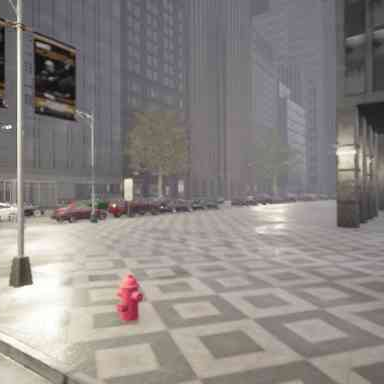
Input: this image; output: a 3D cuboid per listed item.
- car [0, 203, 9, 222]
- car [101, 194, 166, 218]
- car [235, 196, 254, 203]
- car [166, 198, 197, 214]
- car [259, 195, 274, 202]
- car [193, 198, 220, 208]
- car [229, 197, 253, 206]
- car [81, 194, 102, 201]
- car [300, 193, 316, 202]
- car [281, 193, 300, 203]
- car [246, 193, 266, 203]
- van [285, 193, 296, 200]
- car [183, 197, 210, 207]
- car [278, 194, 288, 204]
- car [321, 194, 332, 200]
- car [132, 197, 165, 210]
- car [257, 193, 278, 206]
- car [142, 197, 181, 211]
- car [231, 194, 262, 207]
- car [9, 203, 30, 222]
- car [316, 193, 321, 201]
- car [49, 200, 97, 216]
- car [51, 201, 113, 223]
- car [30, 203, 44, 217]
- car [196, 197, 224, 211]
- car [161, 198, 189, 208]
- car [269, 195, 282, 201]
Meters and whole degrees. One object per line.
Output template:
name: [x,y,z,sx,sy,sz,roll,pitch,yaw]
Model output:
car: [-14.278,1.510,20.253,1.837,1.490,4.892,-5,-2,31]
car: [-4.943,1.246,28.839,2.192,1.841,5.009,-1,0,35]
car: [10.476,1.476,66.169,1.887,1.381,4.507,-1,0,35]
car: [-1.737,1.480,33.478,1.947,1.339,4.313,-1,0,35]
car: [16.886,1.479,75.451,1.947,1.339,4.313,-1,0,35]
car: [2.201,1.536,49.250,1.895,1.301,4.718,-1,0,34]
car: [7.678,1.457,51.629,1.994,1.385,4.181,-1,0,34]
car: [-9.350,1.210,32.618,2.150,2.045,5.566,-1,0,35]
car: [23.893,1.140,70.599,2.192,1.841,5.009,-1,0,35]
car: [17.484,1.158,61.319,2.192,1.841,5.009,-1,0,35]
car: [13.678,1.237,70.810,2.192,1.841,5.009,-1,0,35]
van: [26.495,1.246,89.373,1.690,1.788,3.998,-1,0,35]
car: [0.766,1.486,52.106,1.752,1.417,4.829,-1,0,35]
car: [14.282,1.418,56.677,1.947,1.339,4.313,-1,0,35]
car: [33.505,1.400,84.518,1.802,1.307,4.206,-1,0,35]
car: [-5.547,1.426,42.965,1.967,1.590,4.097,-1,0,35]
car: [11.076,1.177,52.039,2.192,1.841,5.009,-1,0,35]
car: [-3.640,1.451,40.859,2.128,1.511,4.902,-1,0,35]
car: [7.874,1.417,47.398,1.887,1.381,4.507,-1,0,35]
car: [-14.930,1.548,24.519,1.812,1.442,4.674,-1,0,35]
car: [27.194,1.343,75.378,1.752,1.417,4.829,-1,0,35]
car: [-11.954,1.584,33.684,1.947,1.339,4.313,0,0,35]
car: [-8.145,1.532,24.197,1.802,1.307,4.206,0,0,35]
car: [-15.159,1.604,29.043,1.947,1.339,4.313,0,0,35]
car: [1.466,1.464,38.117,1.947,1.339,4.313,-1,0,35]
car: [-2.341,1.554,47.606,1.802,1.307,4.206,-1,0,35]
car: [20.089,1.488,80.090,1.802,1.307,4.206,-1,0,35]
